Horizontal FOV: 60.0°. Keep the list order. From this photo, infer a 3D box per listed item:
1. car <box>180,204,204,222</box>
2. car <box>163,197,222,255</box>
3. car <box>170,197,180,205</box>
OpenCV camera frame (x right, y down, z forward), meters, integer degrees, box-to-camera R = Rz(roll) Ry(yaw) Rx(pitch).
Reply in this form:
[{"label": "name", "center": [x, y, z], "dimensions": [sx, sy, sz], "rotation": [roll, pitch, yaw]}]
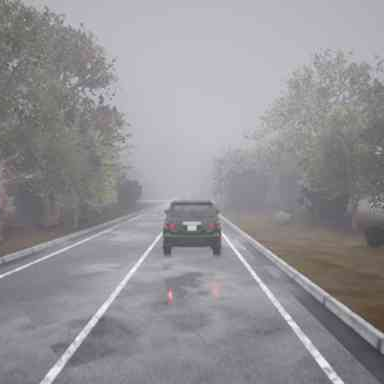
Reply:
[{"label": "car", "center": [0.005, 1.789, 29.094], "dimensions": [1.895, 1.301, 4.718], "rotation": [0, 0, 0]}, {"label": "car", "center": [0.003, 1.329, 14.026], "dimensions": [2.150, 2.045, 5.566], "rotation": [0, 0, 0]}, {"label": "car", "center": [-3.498, 1.846, 67.796], "dimensions": [1.812, 1.442, 4.674], "rotation": [0, 0, 0]}]
